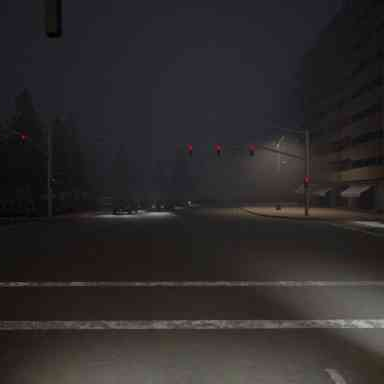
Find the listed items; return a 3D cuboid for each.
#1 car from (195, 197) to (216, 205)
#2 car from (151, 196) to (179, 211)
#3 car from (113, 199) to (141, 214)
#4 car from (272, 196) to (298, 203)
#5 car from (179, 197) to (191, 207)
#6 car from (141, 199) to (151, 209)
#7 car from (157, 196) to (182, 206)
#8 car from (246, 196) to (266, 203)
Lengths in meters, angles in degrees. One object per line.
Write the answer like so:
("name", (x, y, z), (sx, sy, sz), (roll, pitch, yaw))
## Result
("car", (2.409, 1.601, 60.346), (1.895, 1.301, 4.718), (0, 0, 32))
("car", (-3.219, 1.491, 40.634), (2.128, 1.511, 4.902), (0, 0, 4))
("car", (-6.955, 1.526, 35.051), (1.812, 1.442, 4.674), (0, 0, 2))
("car", (18.502, 1.478, 67.553), (5.008, 1.535, 1.882), (0, 0, -33))
("car", (-1.725, 1.547, 51.060), (2.033, 1.411, 5.357), (0, 0, 16))
("car", (-6.410, 1.601, 44.129), (1.895, 1.301, 4.718), (0, 0, 6))
("car", (-3.688, 1.491, 55.622), (2.128, 1.511, 4.902), (0, 0, 22))
("car", (13.138, 1.477, 68.040), (5.008, 1.535, 1.882), (0, 0, -41))
